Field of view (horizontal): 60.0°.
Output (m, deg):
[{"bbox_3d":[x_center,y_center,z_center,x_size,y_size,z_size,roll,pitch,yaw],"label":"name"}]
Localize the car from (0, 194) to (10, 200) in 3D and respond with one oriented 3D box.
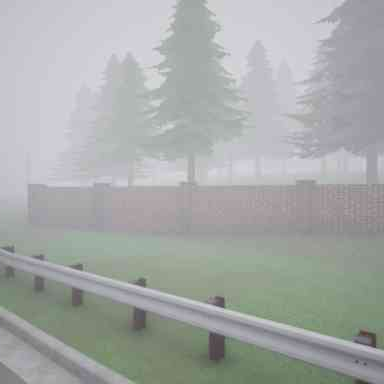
[{"bbox_3d":[-44.212,1.249,76.951,2.097,1.767,4.553,0,0,-21],"label":"car"}]
